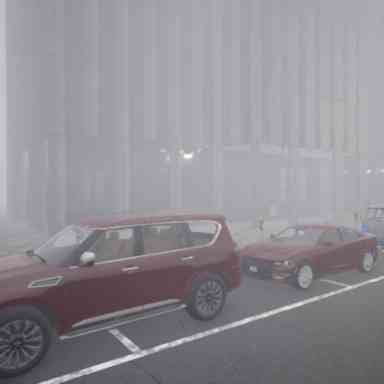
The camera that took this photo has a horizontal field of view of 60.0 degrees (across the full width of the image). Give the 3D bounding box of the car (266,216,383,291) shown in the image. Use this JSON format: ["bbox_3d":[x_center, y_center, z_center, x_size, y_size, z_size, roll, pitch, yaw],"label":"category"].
[{"bbox_3d":[3.248,1.522,8.971,4.507,1.381,1.887,0,0,-36],"label":"car"}]

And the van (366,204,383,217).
[{"bbox_3d":[7.835,1.302,12.246,3.998,1.788,1.690,0,0,-36],"label":"van"}]

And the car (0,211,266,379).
[{"bbox_3d":[-1.341,1.309,5.696,5.009,1.841,2.192,0,0,-36],"label":"car"}]
